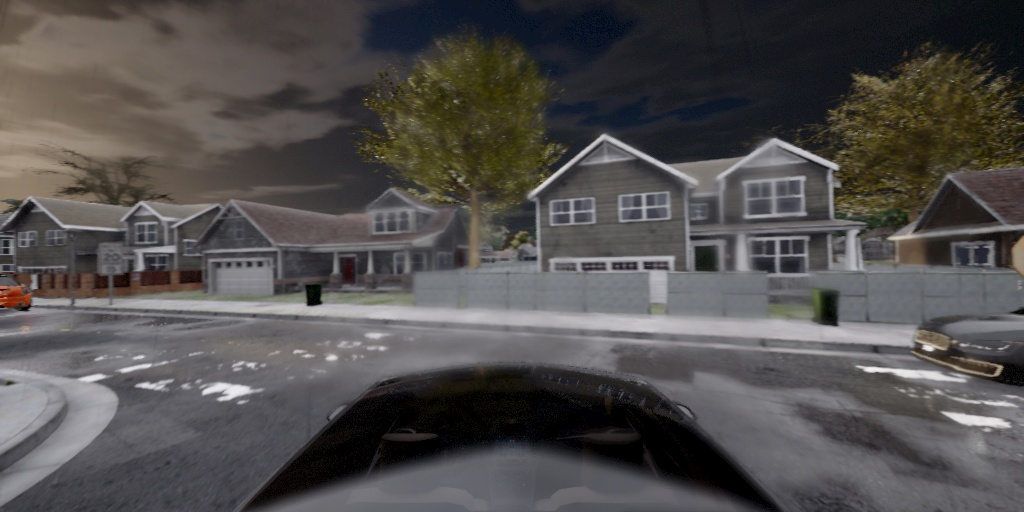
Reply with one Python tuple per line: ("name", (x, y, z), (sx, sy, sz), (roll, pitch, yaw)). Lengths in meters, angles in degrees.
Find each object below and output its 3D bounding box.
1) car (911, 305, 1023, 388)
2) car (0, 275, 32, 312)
("car", (8.843, 1.169, 4.788), (4.892, 1.490, 1.837), (-1, -1, 22))
("car", (-23.439, 1.594, 15.433), (4.553, 1.767, 2.097), (-1, -1, 15))
